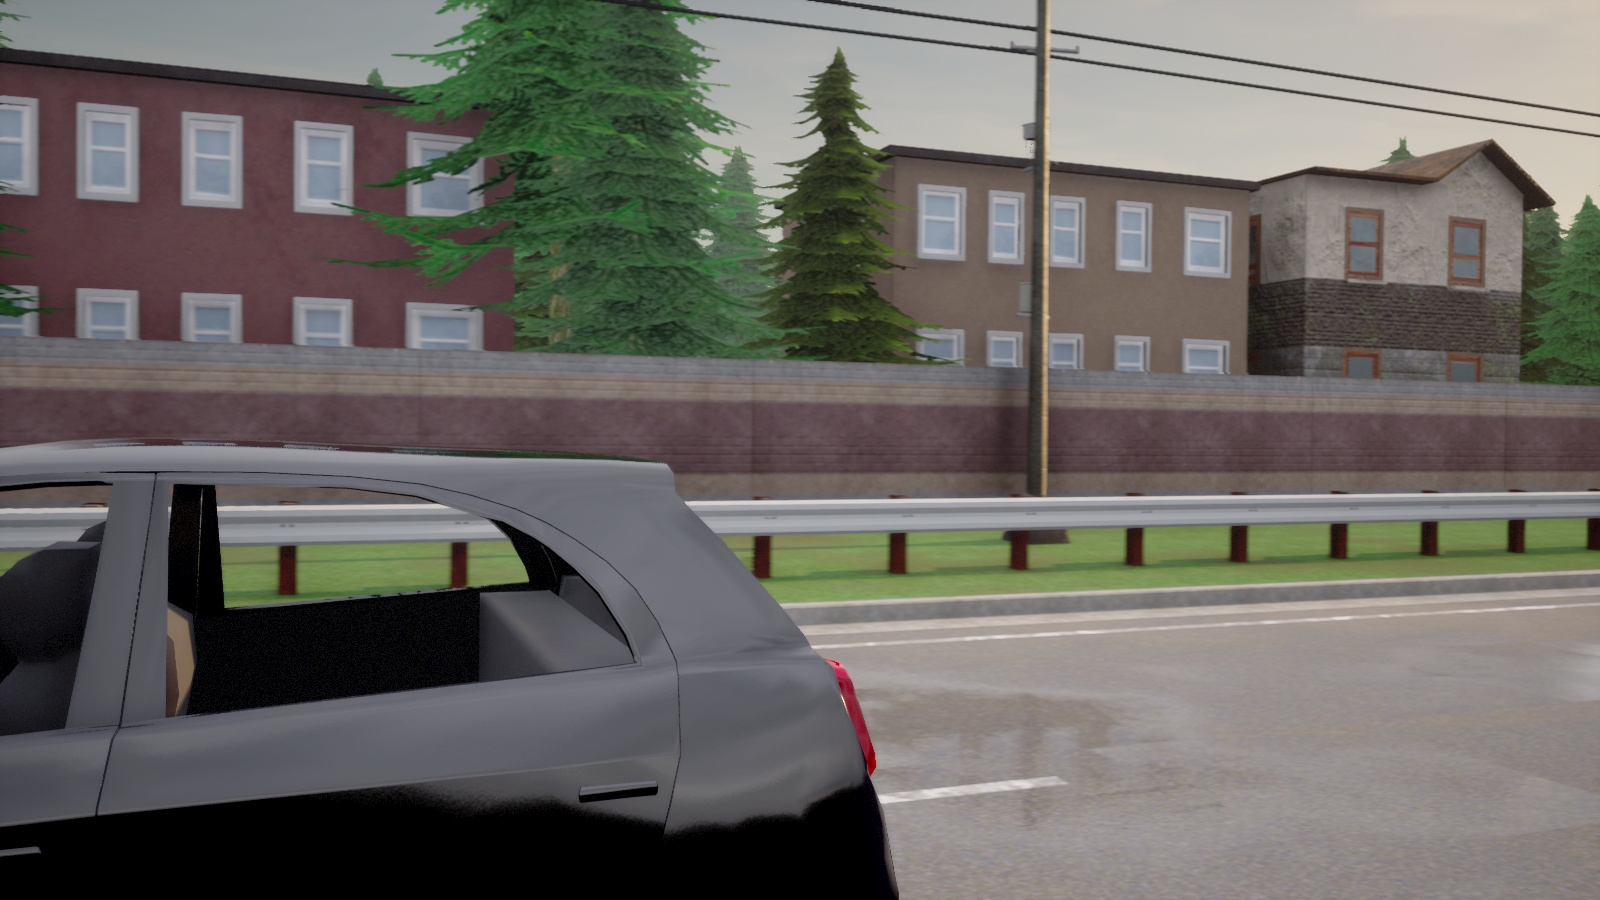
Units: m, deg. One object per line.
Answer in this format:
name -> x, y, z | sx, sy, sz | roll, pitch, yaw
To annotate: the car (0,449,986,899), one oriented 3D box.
car -> -1.672, 0.788, 2.604 | 3.633, 1.501, 1.845 | -1, 1, -21
